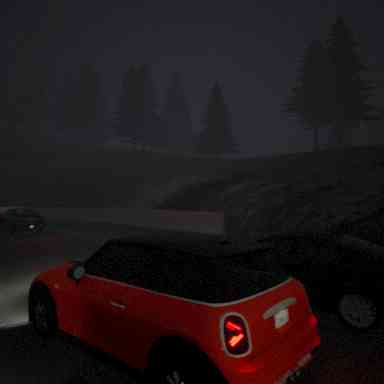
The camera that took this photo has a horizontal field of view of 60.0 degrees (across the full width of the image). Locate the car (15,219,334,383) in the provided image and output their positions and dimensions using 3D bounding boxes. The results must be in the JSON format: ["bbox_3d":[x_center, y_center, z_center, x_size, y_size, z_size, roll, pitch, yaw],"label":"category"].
[{"bbox_3d":[-0.614,1.408,5.002,4.553,1.767,2.097,-1,-1,42],"label":"car"}]

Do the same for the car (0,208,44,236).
[{"bbox_3d":[-10.650,1.750,20.295,2.128,1.511,4.902,1,-1,-45],"label":"car"}]

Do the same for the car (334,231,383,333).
[{"bbox_3d":[2.194,1.545,7.058,5.008,1.535,1.882,-1,0,40],"label":"car"}]
